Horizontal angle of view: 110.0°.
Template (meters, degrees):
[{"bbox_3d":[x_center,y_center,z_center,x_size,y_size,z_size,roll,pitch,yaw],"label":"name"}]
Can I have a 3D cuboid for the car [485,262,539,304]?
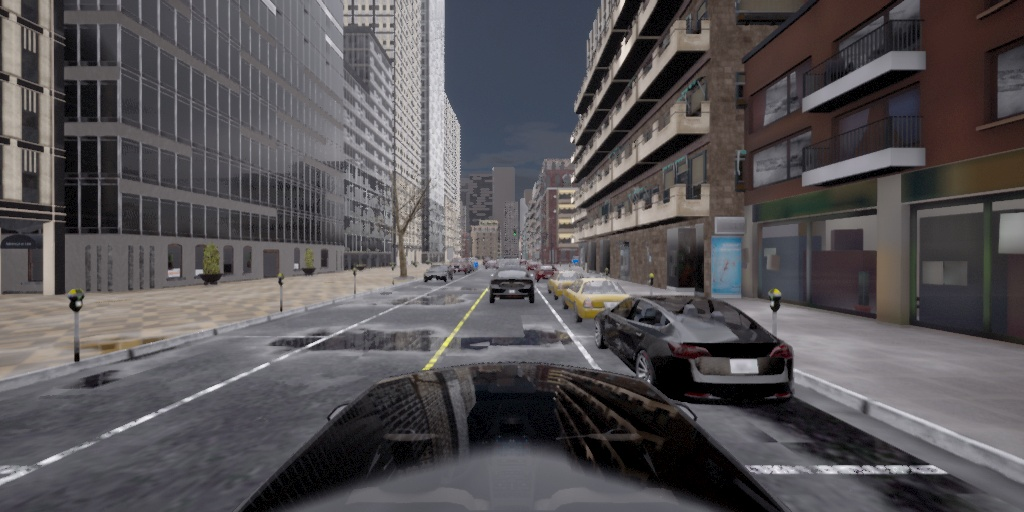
[{"bbox_3d":[0.000,1.237,16.500,1.882,1.535,5.008,0,0,0],"label":"car"}]

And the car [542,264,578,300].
[{"bbox_3d":[2.689,1.277,17.445,1.751,1.417,4.829,0,0,0],"label":"car"}]

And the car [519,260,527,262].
[{"bbox_3d":[0.000,1.324,31.501,2.033,1.411,5.357,0,0,0],"label":"car"}]

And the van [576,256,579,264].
[{"bbox_3d":[13.742,0.942,61.994,3.998,1.789,1.690,0,0,0],"label":"van"}]

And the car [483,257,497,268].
[{"bbox_3d":[-3.000,1.342,54.502,1.812,1.442,4.674,0,0,0],"label":"car"}]

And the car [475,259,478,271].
[{"bbox_3d":[-5.692,1.336,44.890,1.948,1.339,4.313,0,0,0],"label":"car"}]

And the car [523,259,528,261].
[{"bbox_3d":[2.688,1.315,44.888,1.888,1.381,4.507,0,0,0],"label":"car"}]

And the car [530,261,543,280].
[{"bbox_3d":[2.689,1.303,28.321,1.888,1.381,4.507,0,0,0],"label":"car"}]

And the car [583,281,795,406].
[{"bbox_3d":[2.689,1.313,6.229,1.948,1.339,4.313,0,0,0],"label":"car"}]

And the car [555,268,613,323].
[{"bbox_3d":[2.690,1.274,11.921,1.751,1.417,4.829,0,0,0],"label":"car"}]

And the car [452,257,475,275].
[{"bbox_3d":[-5.692,1.080,39.366,2.192,1.841,5.009,0,0,0],"label":"car"}]

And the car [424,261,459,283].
[{"bbox_3d":[-5.692,1.323,28.321,1.948,1.339,4.313,0,0,0],"label":"car"}]
